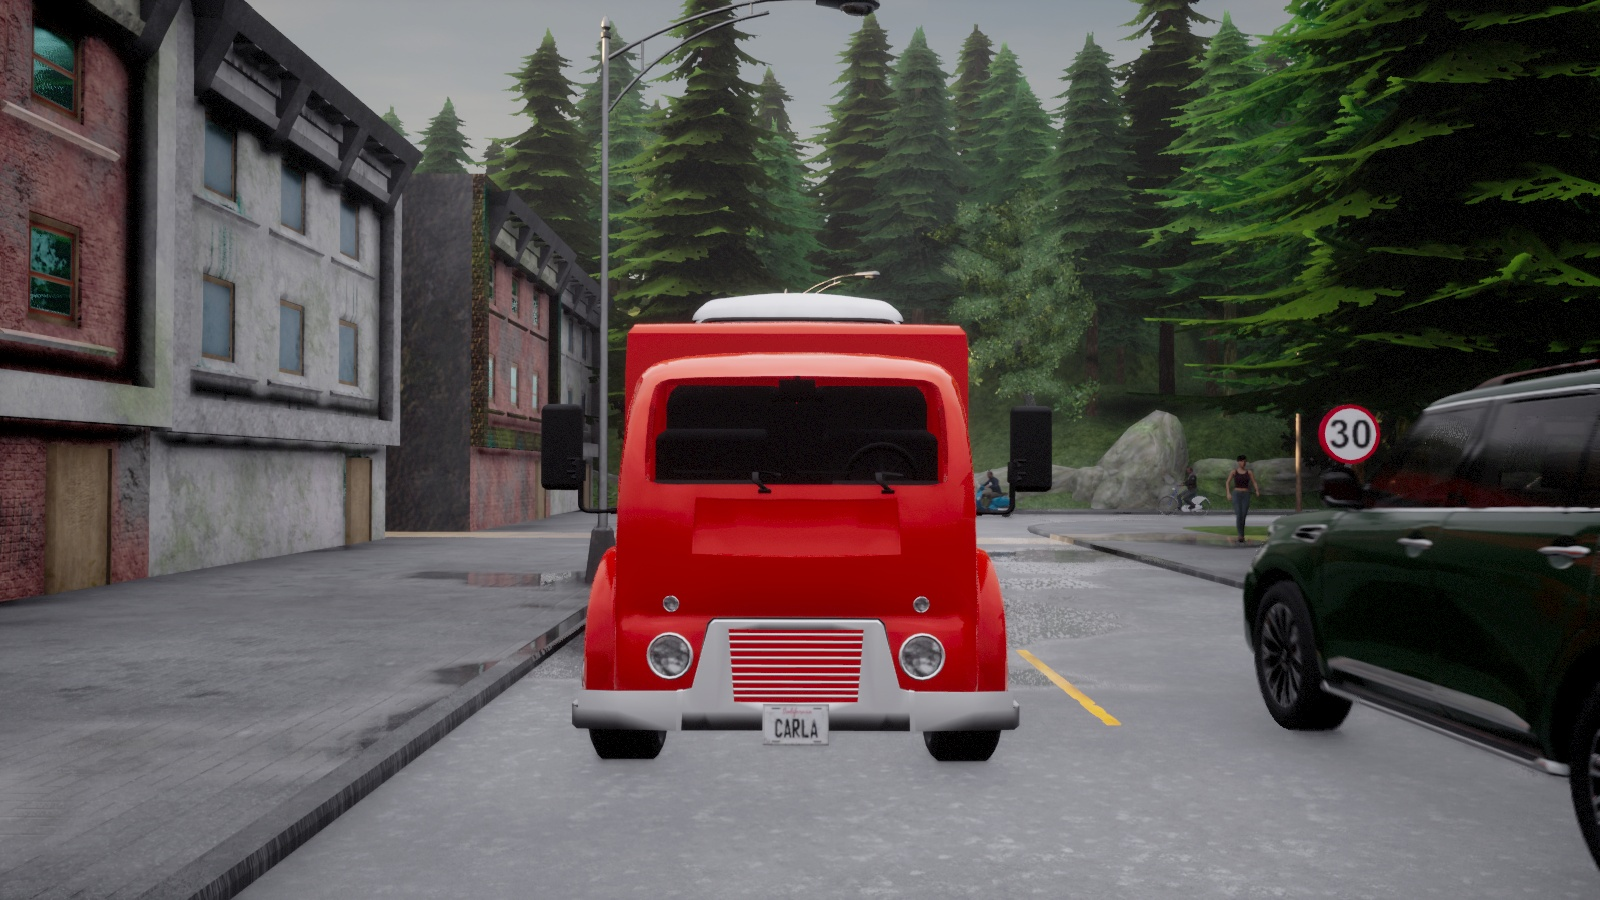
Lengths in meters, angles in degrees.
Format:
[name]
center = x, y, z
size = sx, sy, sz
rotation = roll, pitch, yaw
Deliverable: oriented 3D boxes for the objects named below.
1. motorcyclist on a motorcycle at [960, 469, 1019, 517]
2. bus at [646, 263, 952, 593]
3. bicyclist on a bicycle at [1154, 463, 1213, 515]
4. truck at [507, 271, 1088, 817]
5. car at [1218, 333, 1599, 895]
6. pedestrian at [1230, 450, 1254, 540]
[motorcyclist on a motorcycle]
center = 6.433, 1.456, 42.644
size = 1.817, 1.590, 0.866
rotation = 0, 0, -25
[bus]
center = -0.092, -0.205, 21.376
size = 3.944, 4.253, 10.273
rotation = 0, -1, -1
[bicyclist on a bicycle]
center = 13.513, 1.367, 44.256
size = 1.843, 1.776, 0.659
rotation = 2, -1, -1
[truck]
center = -0.024, 0.467, 8.307
size = 2.627, 2.467, 5.204
rotation = 0, -1, 0
[car]
center = 3.984, 0.616, 5.902
size = 2.150, 2.045, 5.566
rotation = 0, -1, 0
[pedestrian]
center = 9.149, 0.921, 25.999
size = 0.345, 1.836, 0.594
rotation = 0, -1, 7
